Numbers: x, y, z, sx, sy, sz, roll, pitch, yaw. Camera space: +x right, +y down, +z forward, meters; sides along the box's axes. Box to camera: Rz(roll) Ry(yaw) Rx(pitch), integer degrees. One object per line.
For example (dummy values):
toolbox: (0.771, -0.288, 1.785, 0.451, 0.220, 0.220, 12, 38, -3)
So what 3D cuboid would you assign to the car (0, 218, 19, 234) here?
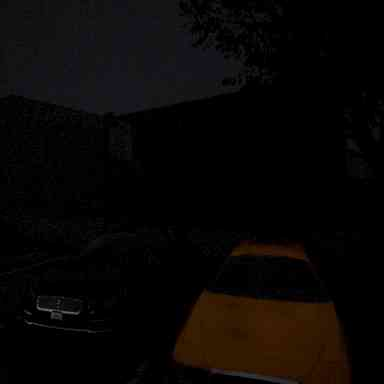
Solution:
car: (-8.550, 1.528, 12.209, 2.002, 1.452, 4.674, 1, -1, 16)

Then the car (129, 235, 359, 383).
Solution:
car: (1.160, 1.480, 5.045, 1.946, 1.575, 5.366, 1, -1, 16)

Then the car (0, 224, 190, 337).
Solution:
car: (-1.228, 1.487, 6.974, 2.231, 1.521, 4.892, 1, -1, 16)
